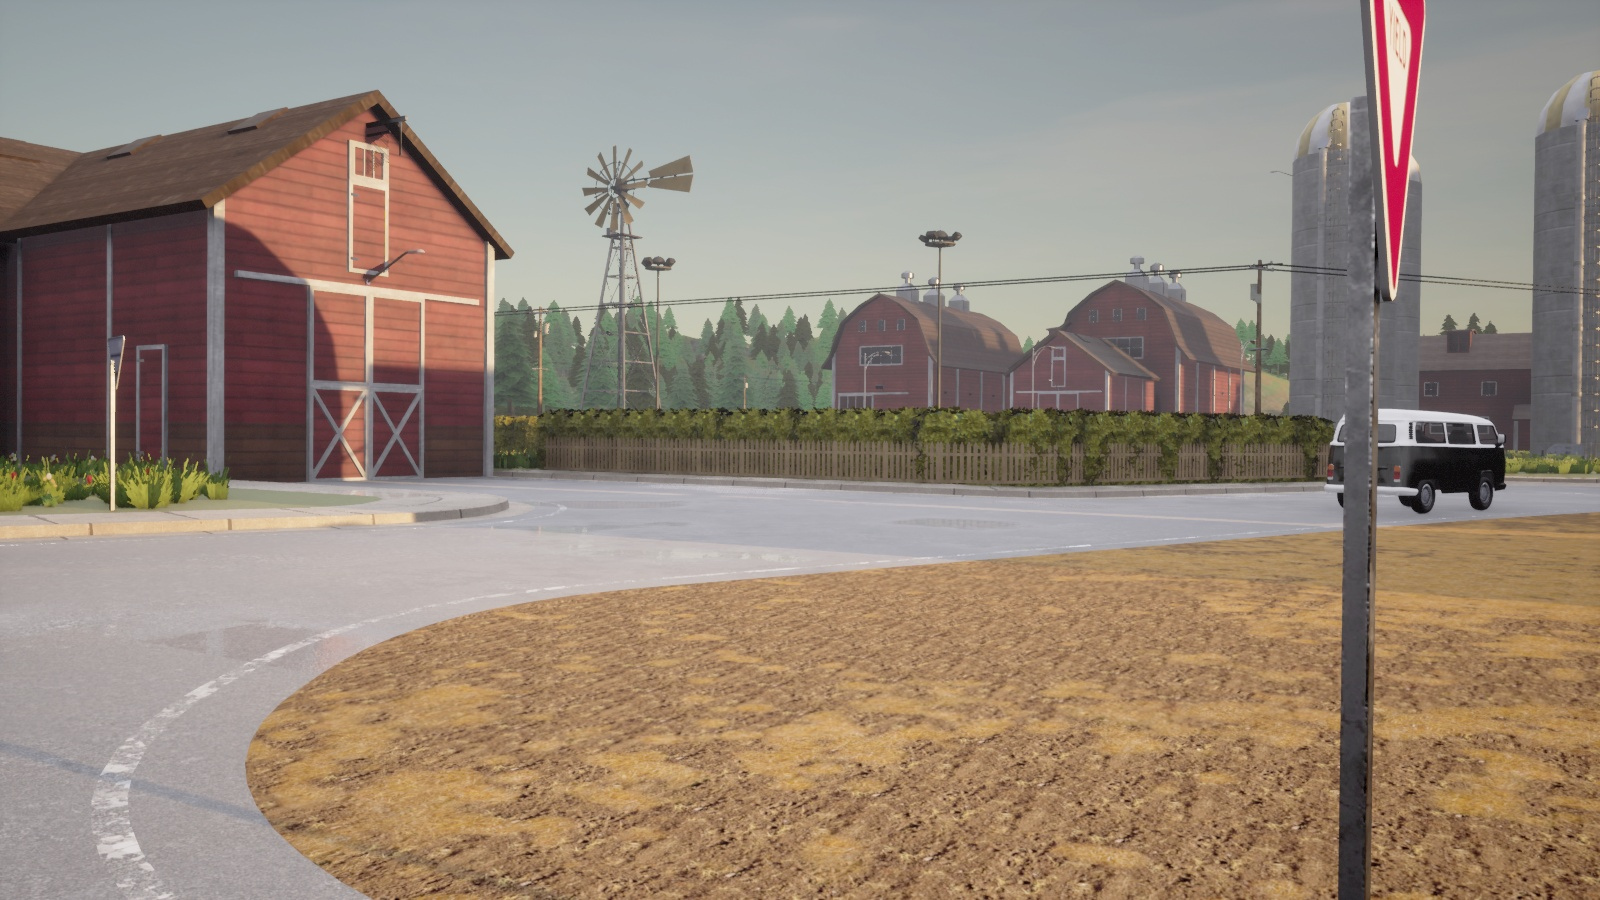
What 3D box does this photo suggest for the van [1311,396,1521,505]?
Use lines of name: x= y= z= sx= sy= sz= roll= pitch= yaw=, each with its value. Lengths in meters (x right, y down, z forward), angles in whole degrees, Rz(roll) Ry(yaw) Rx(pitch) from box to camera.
van: x=12.681 y=-0.023 z=25.762 sx=4.480 sy=2.038 sz=2.069 roll=-1 pitch=1 yaw=-37
